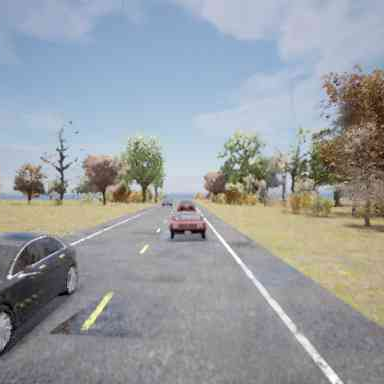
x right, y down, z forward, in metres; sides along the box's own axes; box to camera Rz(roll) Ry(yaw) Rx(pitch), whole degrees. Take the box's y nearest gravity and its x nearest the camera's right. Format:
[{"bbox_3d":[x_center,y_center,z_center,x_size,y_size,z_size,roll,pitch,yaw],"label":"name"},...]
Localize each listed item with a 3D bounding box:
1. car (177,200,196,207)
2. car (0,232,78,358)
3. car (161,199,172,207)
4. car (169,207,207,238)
[{"bbox_3d":[-0.633,1.672,39.290,2.097,1.767,4.553,0,0,-1],"label":"car"},{"bbox_3d":[-3.574,1.571,6.058,1.837,1.490,4.892,0,0,-1],"label":"car"},{"bbox_3d":[-4.677,2.024,62.479,1.882,1.535,5.008,0,-1,-1],"label":"car"},{"bbox_3d":[-0.237,1.746,18.735,1.895,1.301,4.718,0,0,-1],"label":"car"}]
